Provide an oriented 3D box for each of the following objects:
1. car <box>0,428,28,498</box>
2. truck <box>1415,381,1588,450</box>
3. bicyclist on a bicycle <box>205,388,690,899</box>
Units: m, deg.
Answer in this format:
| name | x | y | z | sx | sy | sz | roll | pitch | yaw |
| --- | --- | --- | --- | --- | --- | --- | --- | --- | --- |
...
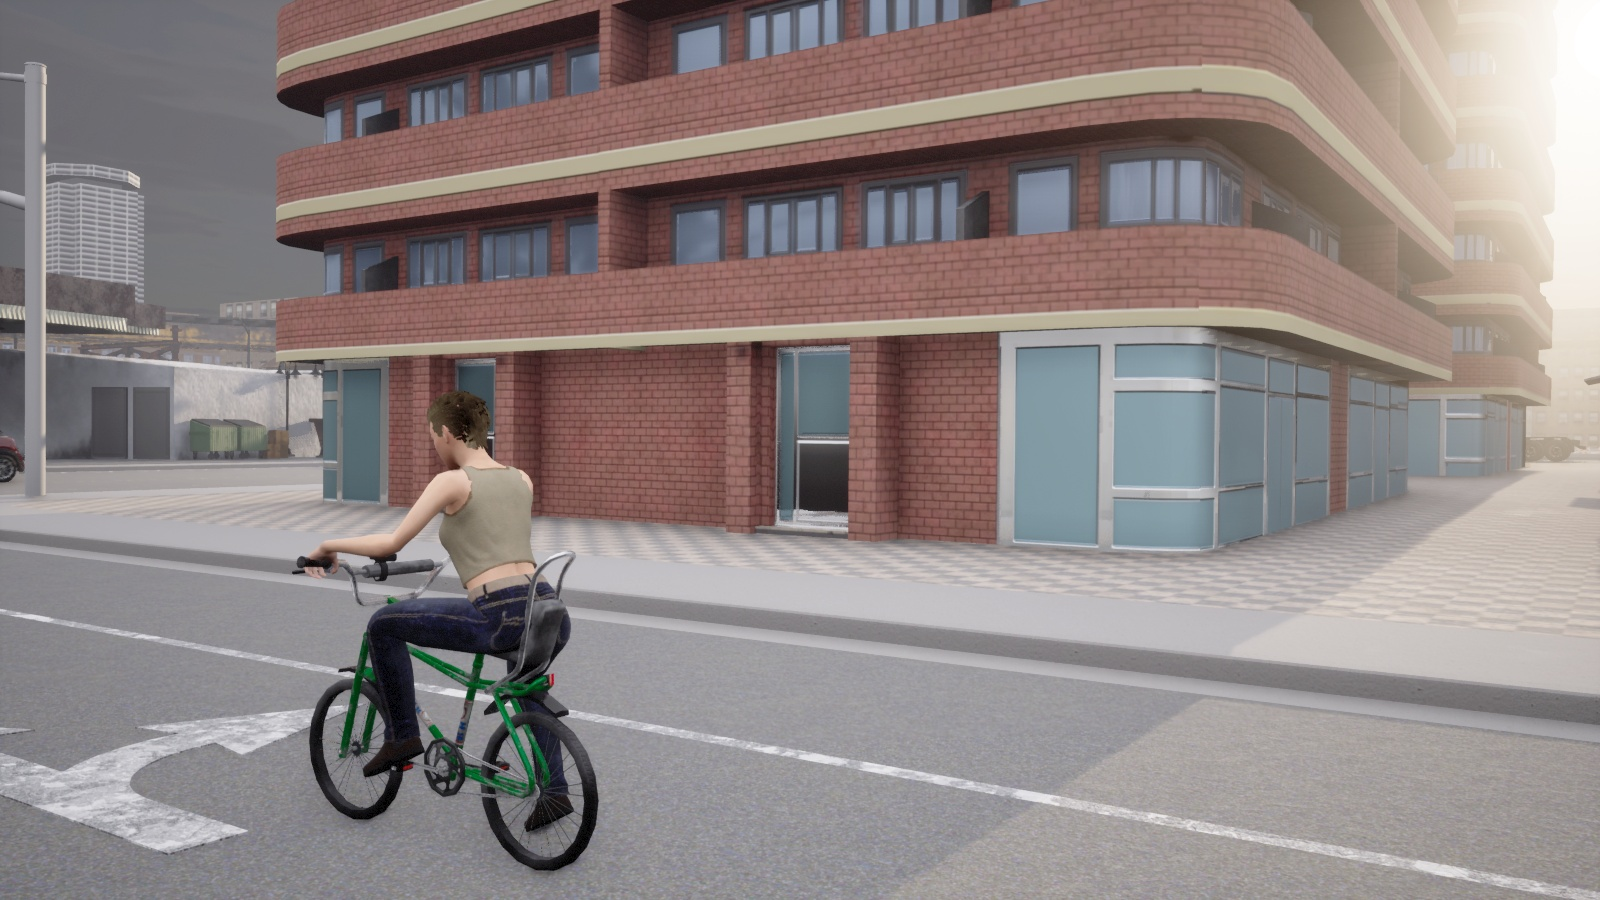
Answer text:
| name | x | y | z | sx | sy | sz | roll | pitch | yaw |
| --- | --- | --- | --- | --- | --- | --- | --- | --- | --- |
| car | -22.186 | 0.363 | 31.298 | 2.097 | 1.767 | 4.553 | 0 | 1 | 32 |
| truck | 38.043 | -1.803 | 68.235 | 7.936 | 3.462 | 2.891 | -1 | 0 | 34 |
| bicyclist on a bicycle | -1.262 | 0.618 | 4.465 | 1.509 | 1.612 | 0.866 | 0 | 1 | 33 |
